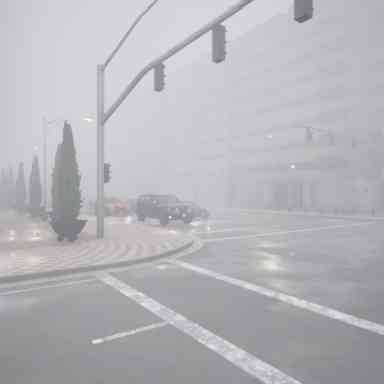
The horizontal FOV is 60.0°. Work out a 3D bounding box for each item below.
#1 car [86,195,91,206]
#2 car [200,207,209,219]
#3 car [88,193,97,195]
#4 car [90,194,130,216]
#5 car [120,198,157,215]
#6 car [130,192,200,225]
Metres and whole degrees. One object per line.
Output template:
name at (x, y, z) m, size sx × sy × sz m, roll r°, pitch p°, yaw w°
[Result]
car at (-12.196, 1.500, 44.195) m, size 2.033 × 1.411 × 5.357 m, roll 0°, pitch 0°, yaw -35°
car at (-0.507, 1.479, 27.644) m, size 1.812 × 1.442 × 4.674 m, roll 0°, pitch 0°, yaw -35°
car at (-16.462, 1.433, 56.629) m, size 1.882 × 1.535 × 5.008 m, roll 0°, pitch 0°, yaw -35°
car at (-7.676, 1.304, 31.726) m, size 2.097 × 1.767 × 4.553 m, roll 0°, pitch 0°, yaw -35°
car at (-5.730, 1.458, 35.035) m, size 1.837 × 1.490 × 4.892 m, roll 0°, pitch 0°, yaw -35°
car at (-2.105, 1.173, 23.839) m, size 2.150 × 2.045 × 5.566 m, roll 0°, pitch 0°, yaw -35°
